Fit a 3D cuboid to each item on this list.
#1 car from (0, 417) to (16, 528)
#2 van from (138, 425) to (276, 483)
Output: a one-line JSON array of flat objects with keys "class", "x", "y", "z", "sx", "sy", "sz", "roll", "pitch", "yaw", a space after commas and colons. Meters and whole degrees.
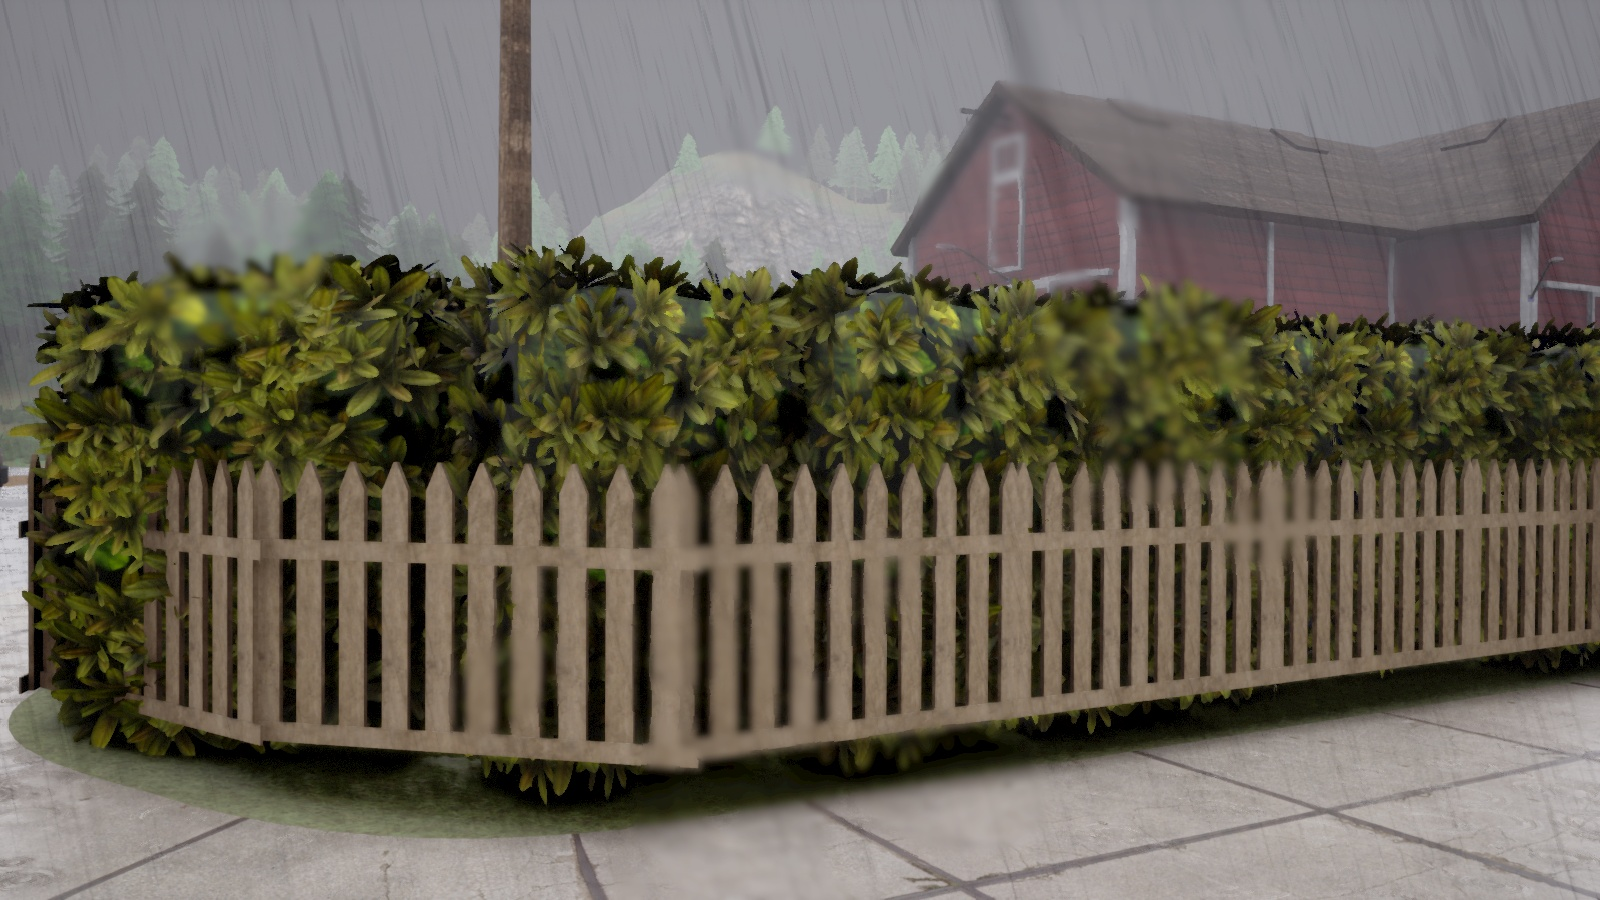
[{"class": "car", "x": -13.922, "y": 0.421, "z": 19.049, "sx": 1.932, "sy": 1.855, "sz": 4.605, "roll": -1, "pitch": 1, "yaw": -12}, {"class": "van", "x": -21.519, "y": 0.145, "z": 45.597, "sx": 4.442, "sy": 1.987, "sz": 1.775, "roll": -1, "pitch": 0, "yaw": 17}]
